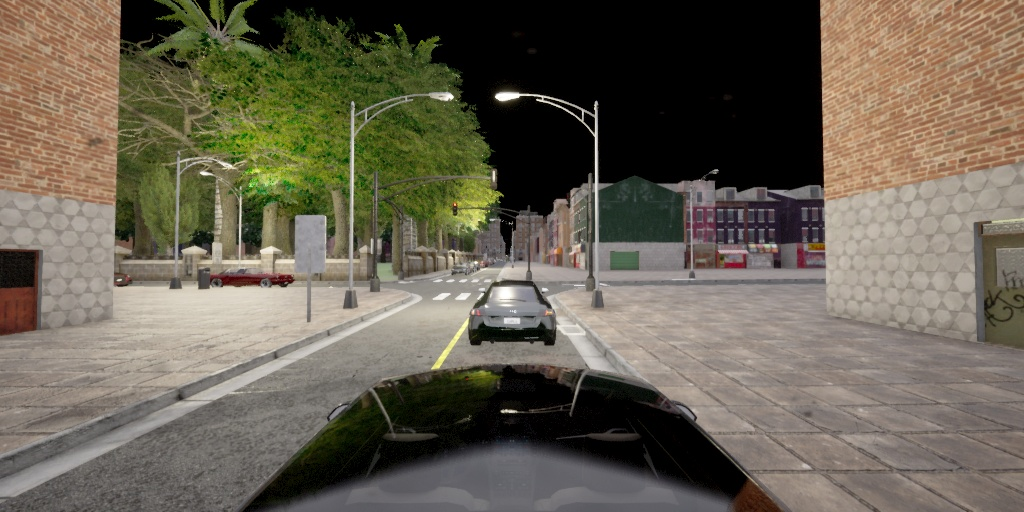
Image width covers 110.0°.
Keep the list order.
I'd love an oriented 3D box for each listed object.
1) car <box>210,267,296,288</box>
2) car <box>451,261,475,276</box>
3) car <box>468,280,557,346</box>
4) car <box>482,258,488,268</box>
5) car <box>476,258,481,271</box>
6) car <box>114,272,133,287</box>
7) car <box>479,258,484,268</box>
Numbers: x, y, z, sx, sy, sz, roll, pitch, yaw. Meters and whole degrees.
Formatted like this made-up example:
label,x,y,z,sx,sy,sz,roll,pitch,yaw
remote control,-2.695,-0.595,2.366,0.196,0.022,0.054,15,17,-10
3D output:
label,x,y,z,sx,sy,sz,roll,pitch,yaw
car,-16.094,1.341,22.052,4.718,1.301,1.895,0,-1,0
car,-5.455,1.332,38.456,2.007,1.370,4.403,0,0,0
car,0.035,1.317,9.448,1.994,1.385,4.181,0,0,1
car,-5.570,1.416,61.941,1.802,1.307,4.207,0,0,0
car,-5.471,1.344,45.592,2.007,1.370,4.403,0,0,0
car,-26.120,1.299,22.021,4.181,1.385,1.994,0,-1,0
car,-5.504,1.370,51.042,1.948,1.339,4.313,0,0,0
